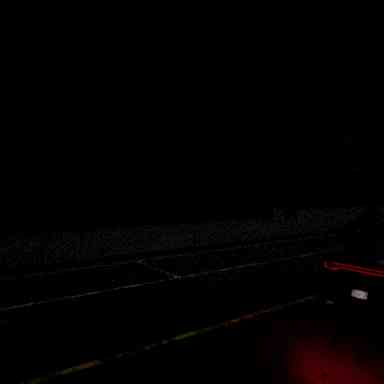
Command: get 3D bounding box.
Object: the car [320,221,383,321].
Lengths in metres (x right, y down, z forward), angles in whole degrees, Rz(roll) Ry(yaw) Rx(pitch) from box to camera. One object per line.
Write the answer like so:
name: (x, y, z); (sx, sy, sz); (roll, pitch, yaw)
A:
car: (4.636, 1.478, 6.621); (5.008, 1.535, 1.882); (1, 0, -35)

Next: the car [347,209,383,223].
car: (9.998, 1.567, 17.645); (4.313, 1.339, 1.947); (0, 0, -36)
